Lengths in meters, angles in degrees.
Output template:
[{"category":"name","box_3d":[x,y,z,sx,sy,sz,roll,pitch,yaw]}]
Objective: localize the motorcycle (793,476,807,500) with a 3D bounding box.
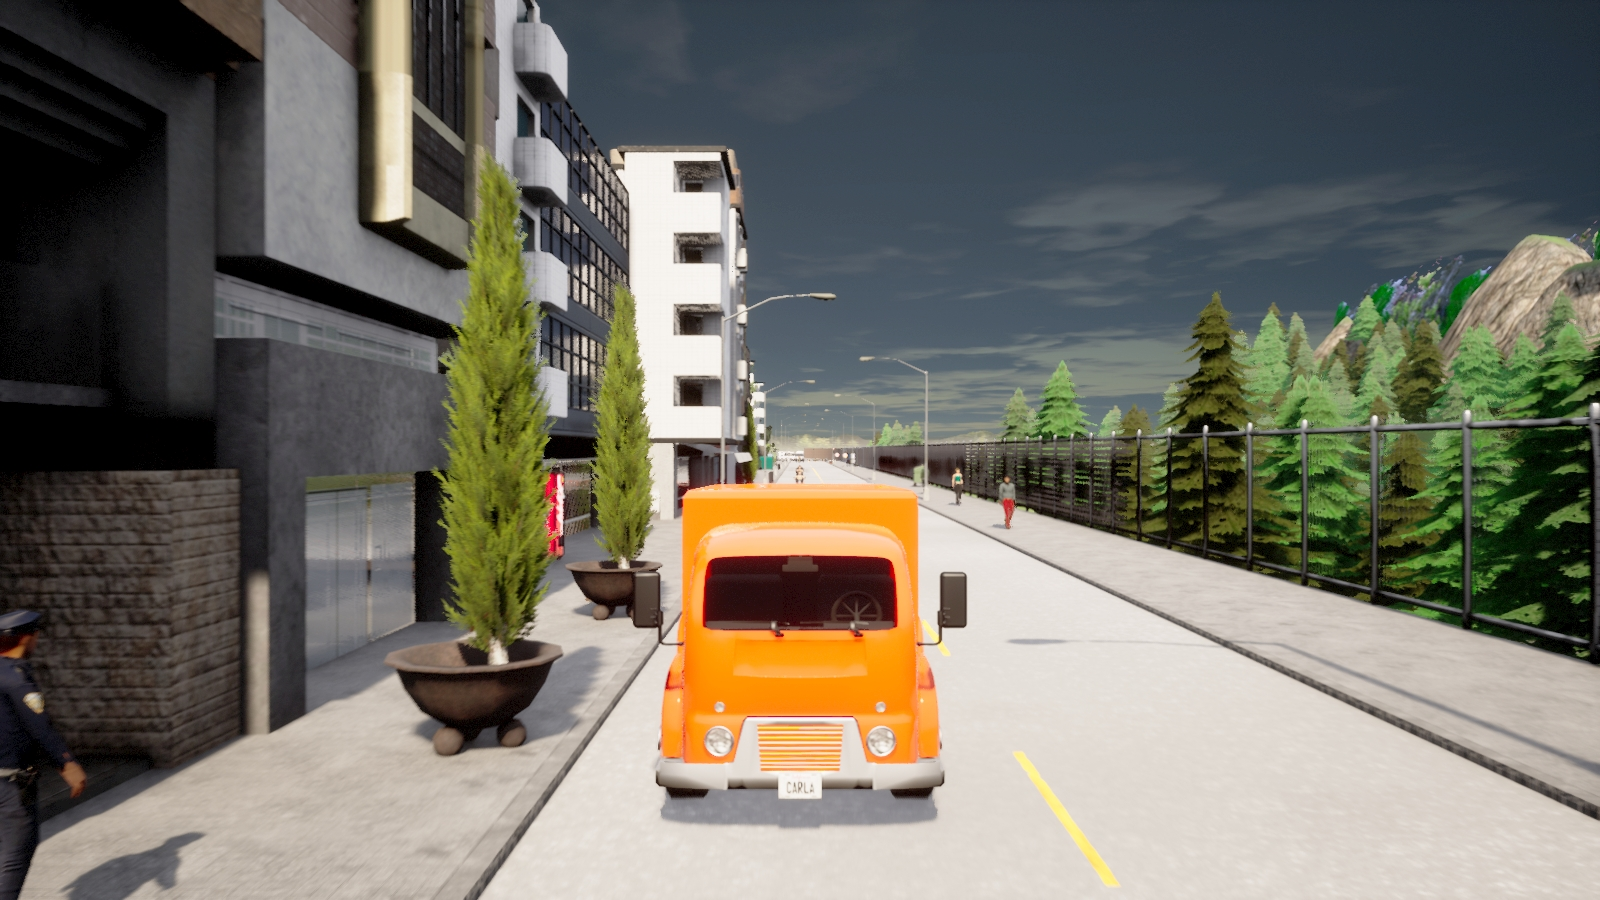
[{"category":"motorcycle","box_3d":[-0.013,2.157,65.594,0.764,1.307,2.356,0,0,0]}]

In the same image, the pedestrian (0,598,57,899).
[{"category":"pedestrian","box_3d":[-4.272,1.747,6.085,0.375,1.860,0.375,0,0,20]}]

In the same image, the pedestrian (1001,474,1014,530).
[{"category":"pedestrian","box_3d":[7.002,1.746,38.572,0.375,1.860,0.375,0,0,-2]}]

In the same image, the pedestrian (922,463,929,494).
[{"category":"pedestrian","box_3d":[7.607,1.747,69.442,0.375,1.860,0.375,0,0,0]}]

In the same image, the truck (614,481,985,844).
[{"category":"truck","box_3d":[-0.001,1.574,10.705,2.627,2.467,5.204,0,0,0]}]

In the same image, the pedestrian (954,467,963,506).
[{"category":"pedestrian","box_3d":[7.619,1.747,55.055,0.375,1.860,0.375,0,0,0]}]
